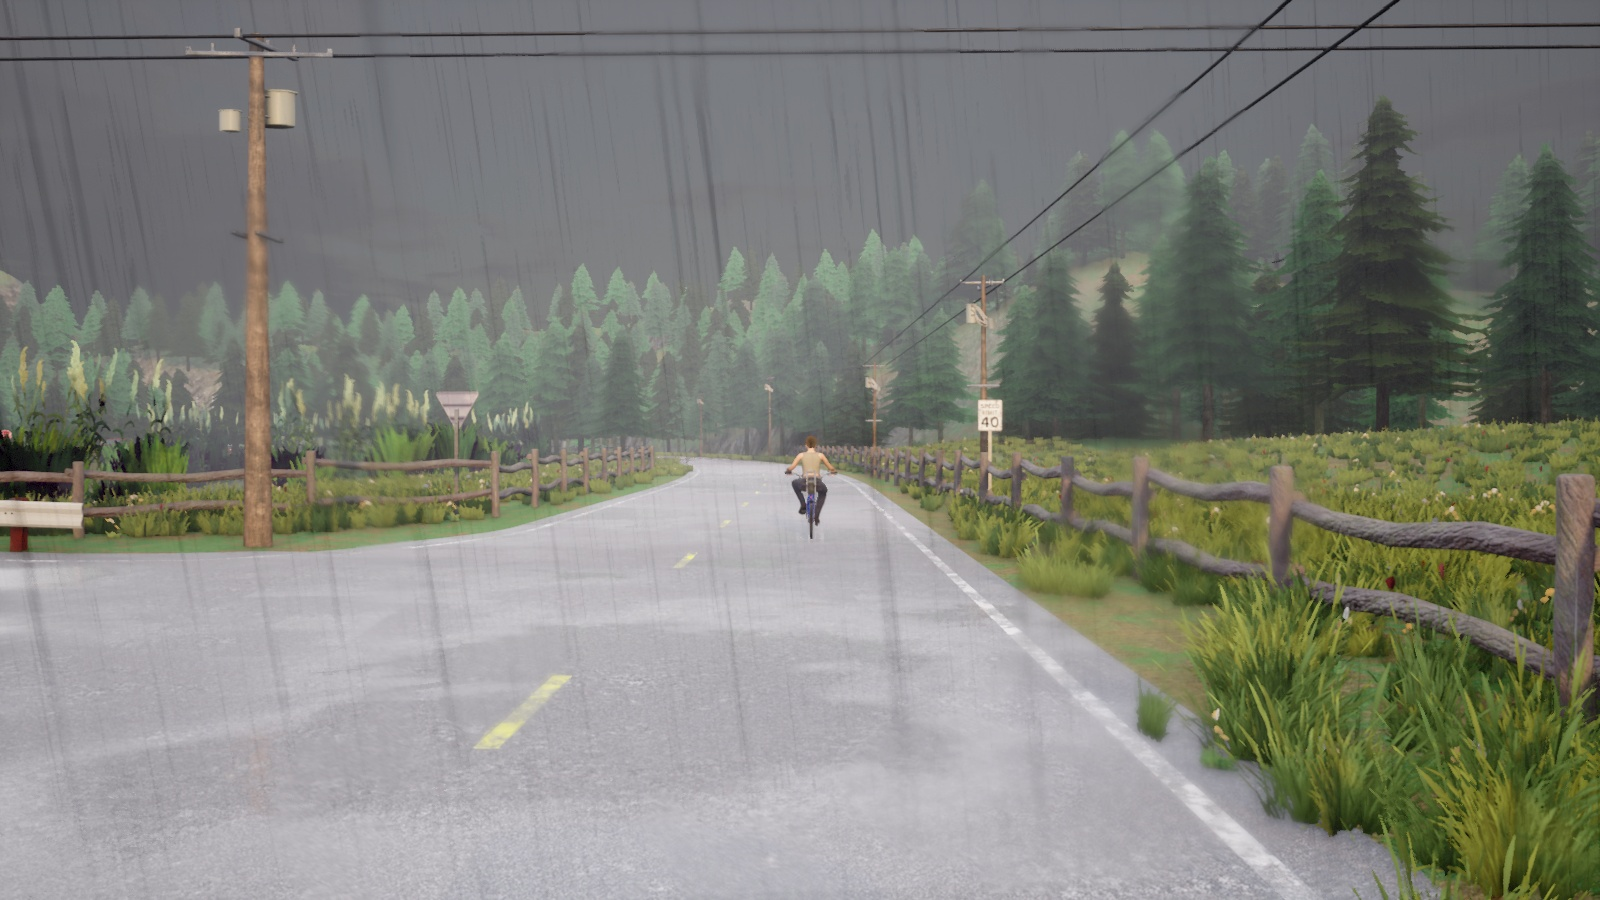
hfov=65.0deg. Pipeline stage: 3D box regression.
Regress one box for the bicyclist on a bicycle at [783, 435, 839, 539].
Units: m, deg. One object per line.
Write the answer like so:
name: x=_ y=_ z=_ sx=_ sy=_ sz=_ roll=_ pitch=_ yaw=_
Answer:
bicyclist on a bicycle: x=0.177 y=0.577 z=20.269 sx=0.866 sy=1.612 sz=1.509 roll=0 pitch=0 yaw=0
